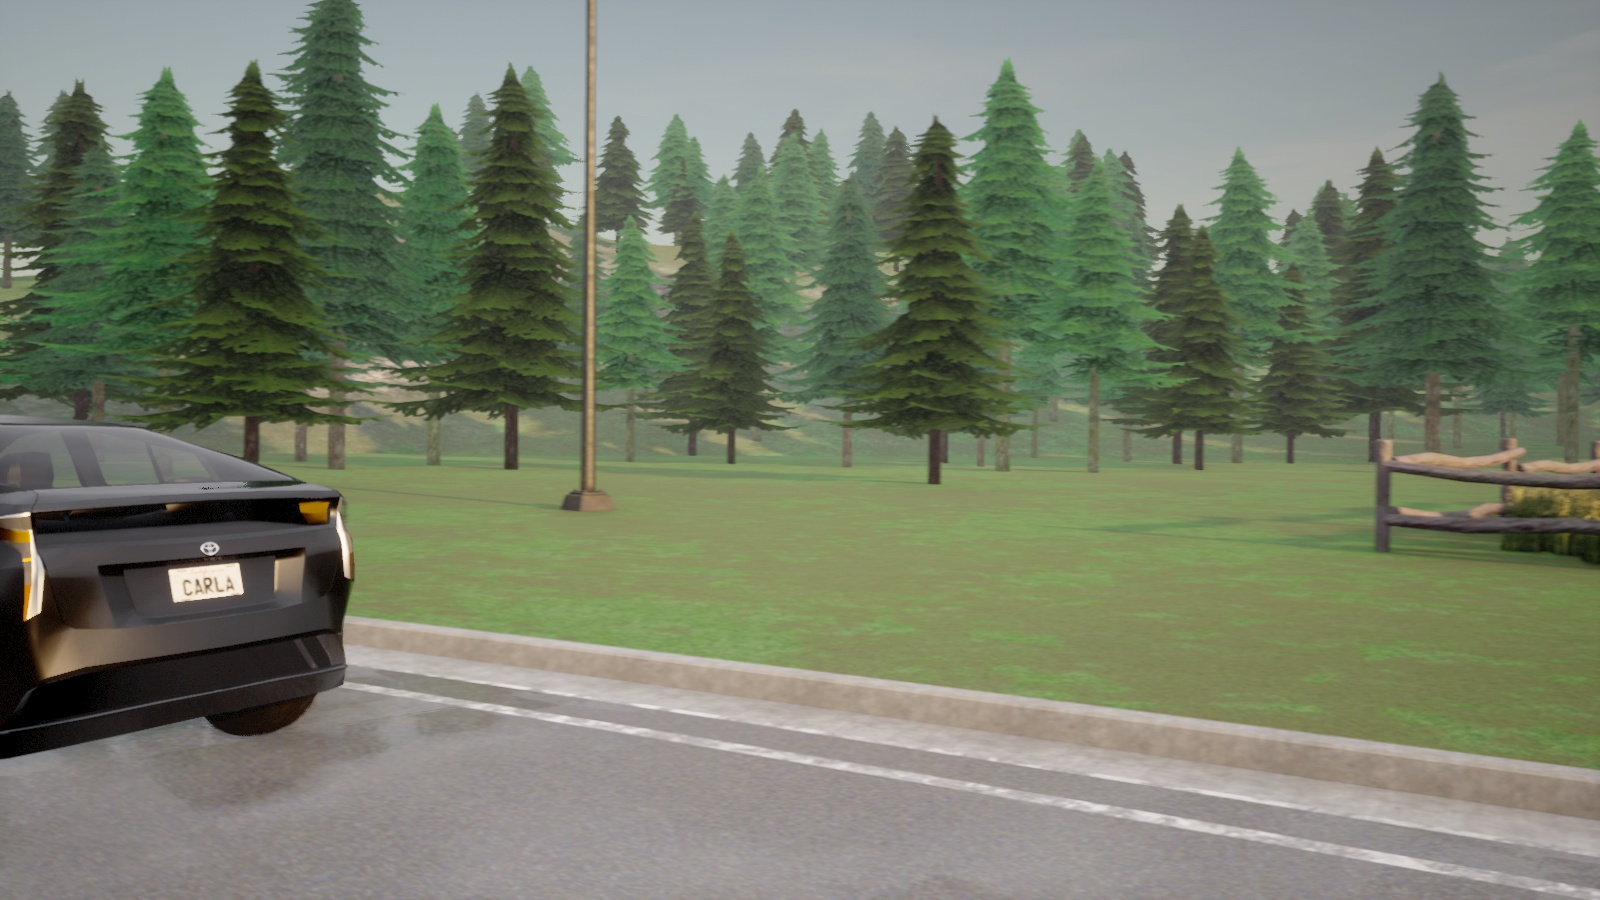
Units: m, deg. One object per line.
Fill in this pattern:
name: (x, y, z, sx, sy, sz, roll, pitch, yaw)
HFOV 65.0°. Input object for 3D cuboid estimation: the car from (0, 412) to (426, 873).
car: (-4.188, 0.622, 6.019, 4.514, 1.525, 2.007, 0, 1, 29)
